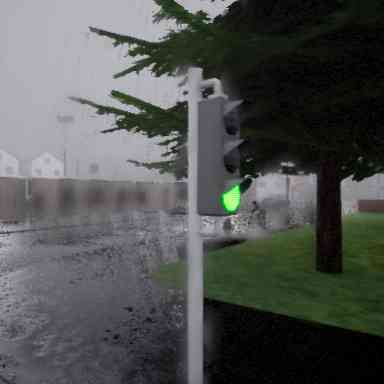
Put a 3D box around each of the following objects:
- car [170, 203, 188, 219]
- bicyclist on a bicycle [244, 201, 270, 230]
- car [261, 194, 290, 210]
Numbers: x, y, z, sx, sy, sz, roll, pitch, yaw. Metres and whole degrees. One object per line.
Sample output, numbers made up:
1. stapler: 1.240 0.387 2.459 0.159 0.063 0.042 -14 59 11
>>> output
1. car: 0.364 1.529 28.886 2.033 1.411 5.357 0 0 36
2. bicyclist on a bicycle: 3.748 1.340 19.182 1.656 1.620 0.582 0 0 36
3. car: 11.049 1.233 43.672 2.150 2.045 5.566 0 0 36
